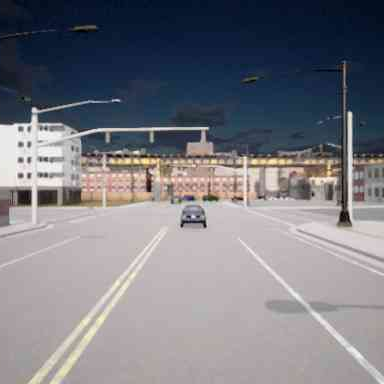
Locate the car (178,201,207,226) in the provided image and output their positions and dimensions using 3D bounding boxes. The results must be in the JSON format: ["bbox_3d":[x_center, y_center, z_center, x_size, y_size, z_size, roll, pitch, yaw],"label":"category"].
[{"bbox_3d":[0.106,1.643,24.077,2.033,1.411,5.357,0,0,0],"label":"car"}]

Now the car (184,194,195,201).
[{"bbox_3d":[-1.102,1.627,88.016,2.150,2.045,5.566,0,0,23],"label":"car"}]

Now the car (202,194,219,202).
[{"bbox_3d":[5.112,1.642,91.395,2.150,2.045,5.566,0,0,40],"label":"car"}]

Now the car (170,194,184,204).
[{"bbox_3d":[-3.377,1.552,71.461,2.150,2.045,5.566,0,0,0],"label":"car"}]
